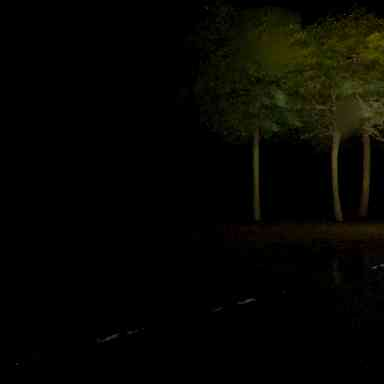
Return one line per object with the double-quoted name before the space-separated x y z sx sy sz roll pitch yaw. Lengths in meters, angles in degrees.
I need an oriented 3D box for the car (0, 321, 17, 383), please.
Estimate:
"car" -3.582 1.480 1.428 5.008 1.535 1.882 0 0 -36
